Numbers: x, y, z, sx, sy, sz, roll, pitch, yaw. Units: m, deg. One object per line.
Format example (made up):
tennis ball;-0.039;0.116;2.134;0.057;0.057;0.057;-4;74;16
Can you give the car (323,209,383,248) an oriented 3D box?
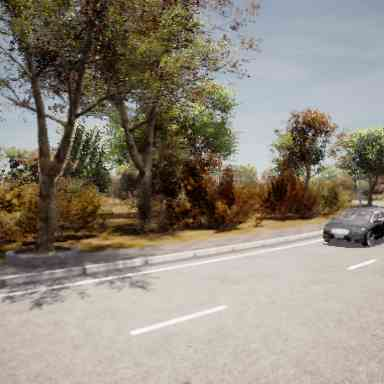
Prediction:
car;7.844;1.567;15.493;4.902;1.511;2.128;0;0;-44
